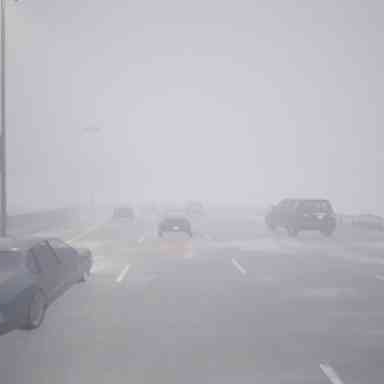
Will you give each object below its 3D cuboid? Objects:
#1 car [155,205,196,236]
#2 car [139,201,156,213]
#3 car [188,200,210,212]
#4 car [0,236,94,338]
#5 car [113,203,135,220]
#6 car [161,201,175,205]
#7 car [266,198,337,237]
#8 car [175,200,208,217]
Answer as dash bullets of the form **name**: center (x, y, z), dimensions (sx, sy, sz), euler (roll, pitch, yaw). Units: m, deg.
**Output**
- **car**: center (-1.083, 1.711, 19.580), dimensions (1.812, 1.442, 4.674), euler (0, 0, -6)
- **car**: center (-5.913, 1.967, 44.565), dimensions (1.812, 1.442, 4.674), euler (0, 0, -15)
- **car**: center (0.892, 1.942, 46.258), dimensions (1.812, 1.442, 4.674), euler (0, 0, -15)
- **car**: center (-3.564, 1.633, 6.931), dimensions (2.033, 1.411, 5.357), euler (0, 0, -2)
- **car**: center (-6.546, 1.808, 31.932), dimensions (1.882, 1.535, 5.008), euler (0, 0, -11)
- **car**: center (-3.403, 2.027, 48.567), dimensions (1.994, 1.385, 4.181), euler (0, -1, -17)
- **car**: center (6.054, 1.362, 19.117), dimensions (2.150, 2.045, 5.566), euler (0, 0, -6)
- **car**: center (-0.072, 1.672, 35.097), dimensions (2.097, 1.767, 4.553), euler (0, -1, -12)
